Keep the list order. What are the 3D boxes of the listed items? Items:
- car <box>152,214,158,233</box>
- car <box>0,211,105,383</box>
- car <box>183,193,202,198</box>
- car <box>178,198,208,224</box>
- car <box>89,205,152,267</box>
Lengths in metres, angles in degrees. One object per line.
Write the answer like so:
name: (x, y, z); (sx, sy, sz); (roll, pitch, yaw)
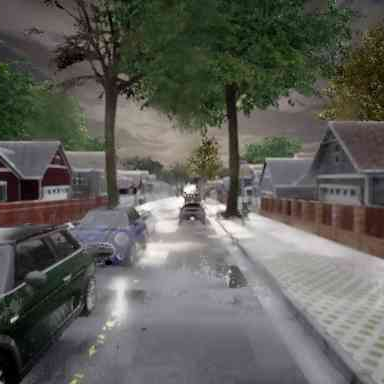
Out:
car: (-2.823, 1.543, 16.234); (1.895, 1.301, 4.718); (0, 0, 0)
car: (-2.836, 1.332, 4.384); (2.097, 1.767, 4.553); (0, 0, 0)
car: (0.056, 1.149, 42.823); (2.150, 2.045, 5.566); (0, 0, 0)
car: (0.041, 1.434, 23.992); (1.837, 1.490, 4.892); (0, 1, 0)
car: (-2.761, 1.308, 11.163); (2.097, 1.767, 4.553); (0, 0, 0)
